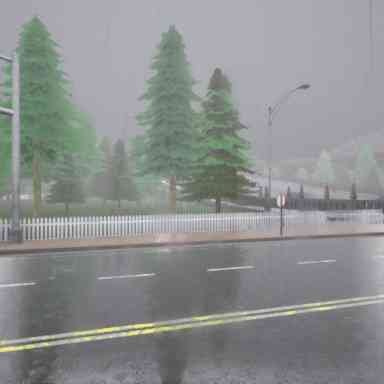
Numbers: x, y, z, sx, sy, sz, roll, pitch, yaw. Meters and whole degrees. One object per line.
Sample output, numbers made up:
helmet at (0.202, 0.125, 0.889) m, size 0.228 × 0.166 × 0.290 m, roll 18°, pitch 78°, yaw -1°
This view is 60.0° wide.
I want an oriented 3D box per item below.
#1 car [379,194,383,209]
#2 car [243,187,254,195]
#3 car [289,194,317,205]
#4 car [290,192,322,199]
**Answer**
car at (22.685, 1.205, 35.542) m, size 2.150 × 2.045 × 5.566 m, roll 0°, pitch 0°, yaw -20°
car at (11.642, -0.429, 67.247) m, size 2.033 × 1.411 × 5.357 m, roll 0°, pitch 7°, yaw -19°
car at (17.067, 1.117, 51.441) m, size 1.994 × 1.385 × 4.181 m, roll 0°, pitch 4°, yaw -19°
car at (15.504, 1.033, 45.324) m, size 2.150 × 2.045 × 5.566 m, roll 0°, pitch 2°, yaw -19°
